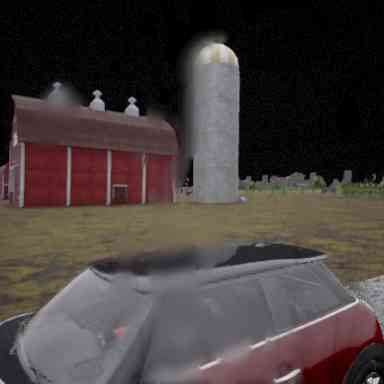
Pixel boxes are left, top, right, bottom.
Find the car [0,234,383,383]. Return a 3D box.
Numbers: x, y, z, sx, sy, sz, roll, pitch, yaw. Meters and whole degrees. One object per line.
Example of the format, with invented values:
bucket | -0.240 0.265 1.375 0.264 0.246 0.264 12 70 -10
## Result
car | -0.348 1.348 2.815 4.553 1.767 2.097 0 0 -35
